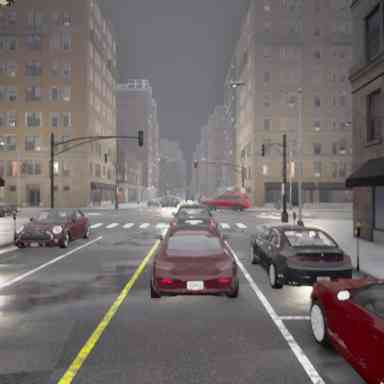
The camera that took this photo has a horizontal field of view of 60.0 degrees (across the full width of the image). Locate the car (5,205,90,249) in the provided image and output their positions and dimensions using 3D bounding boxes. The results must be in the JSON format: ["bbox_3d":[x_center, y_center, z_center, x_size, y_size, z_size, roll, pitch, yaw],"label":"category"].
[{"bbox_3d":[-5.872,1.443,14.394,1.967,1.590,4.097,0,0,0],"label":"car"}]

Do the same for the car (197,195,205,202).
[{"bbox_3d":[2.158,1.547,80.379,1.967,1.590,4.097,0,0,-1],"label":"car"}]

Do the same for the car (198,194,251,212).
[{"bbox_3d":[4.011,1.263,38.638,5.566,2.045,2.150,1,1,20],"label":"car"}]

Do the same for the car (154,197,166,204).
[{"bbox_3d":[-6.185,1.603,63.771,1.887,1.381,4.507,0,0,-1],"label":"car"}]

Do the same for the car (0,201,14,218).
[{"bbox_3d":[-17.333,1.248,27.135,4.553,1.767,2.097,0,0,0],"label":"car"}]

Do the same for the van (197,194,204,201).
[{"bbox_3d":[2.099,1.468,85.887,1.690,1.788,3.998,0,0,-1],"label":"van"}]

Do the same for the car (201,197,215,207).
[{"bbox_3d":[2.461,1.582,52.845,1.887,1.381,4.507,0,0,-1],"label":"car"}]

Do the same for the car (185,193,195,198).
[{"bbox_3d":[-0.507,1.330,79.876,2.150,2.045,5.566,0,0,-1],"label":"car"}]

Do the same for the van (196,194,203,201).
[{"bbox_3d":[2.038,1.489,91.394,1.690,1.788,3.998,0,0,-1],"label":"van"}]

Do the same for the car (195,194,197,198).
[{"bbox_3d":[2.280,1.388,69.366,2.192,1.841,5.009,0,0,-1],"label":"car"}]

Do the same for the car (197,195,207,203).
[{"bbox_3d":[2.219,1.529,74.873,1.967,1.590,4.097,0,0,-1],"label":"car"}]

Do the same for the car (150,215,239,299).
[{"bbox_3d":[0.024,1.527,8.333,1.812,1.442,4.674,0,0,-1],"label":"car"}]

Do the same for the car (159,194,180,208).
[{"bbox_3d":[-3.244,1.383,48.639,2.097,1.767,4.553,0,0,-1],"label":"car"}]

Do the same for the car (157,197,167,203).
[{"bbox_3d":[-6.246,1.654,69.278,1.802,1.307,4.206,0,0,-1],"label":"car"}]

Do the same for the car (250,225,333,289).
[{"bbox_3d":[2.662,1.552,8.919,2.008,1.369,4.403,0,0,0],"label":"car"}]

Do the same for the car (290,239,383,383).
[{"bbox_3d":[2.671,1.545,3.428,1.887,1.381,4.507,0,0,0],"label":"car"}]

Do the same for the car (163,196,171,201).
[{"bbox_3d":[-6.427,1.708,85.802,1.802,1.307,4.206,0,0,-1],"label":"car"}]

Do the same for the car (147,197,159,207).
[{"bbox_3d":[-6.064,1.587,52.755,2.008,1.369,4.403,0,0,-1],"label":"car"}]

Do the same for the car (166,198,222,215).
[{"bbox_3d":[0.074,1.355,15.762,2.097,1.767,4.553,0,0,0],"label":"car"}]

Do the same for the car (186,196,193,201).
[{"bbox_3d":[-0.622,1.696,90.307,1.994,1.385,4.181,0,0,-1],"label":"car"}]

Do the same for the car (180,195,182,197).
[{"bbox_3d":[-3.353,1.612,58.678,1.994,1.385,4.181,0,0,0],"label":"car"}]

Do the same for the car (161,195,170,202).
[{"bbox_3d":[-6.366,1.546,80.295,1.967,1.590,4.097,0,0,-1],"label":"car"}]
